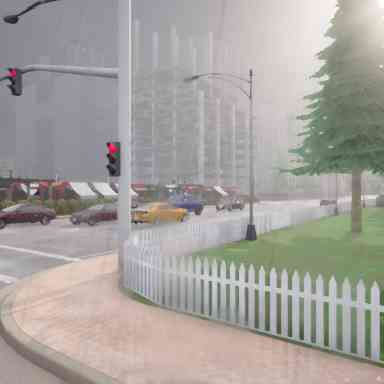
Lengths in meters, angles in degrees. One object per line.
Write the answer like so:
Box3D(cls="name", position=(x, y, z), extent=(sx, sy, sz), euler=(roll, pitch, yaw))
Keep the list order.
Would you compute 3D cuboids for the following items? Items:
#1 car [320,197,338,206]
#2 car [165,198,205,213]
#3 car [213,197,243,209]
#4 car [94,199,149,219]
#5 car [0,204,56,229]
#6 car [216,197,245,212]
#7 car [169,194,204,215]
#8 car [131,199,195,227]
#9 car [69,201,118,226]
Box3D(cls="car", position=(21.054, 1.526, 51.286), extent=(1.812, 1.442, 4.674), euler=(0, 0, 34))
Box3D(cls="car", position=(-0.683, 1.492, 38.154), extent=(2.128, 1.511, 4.902), euler=(0, 0, 34))
Box3D(cls="car", position=(5.132, 1.492, 46.721), extent=(2.128, 1.511, 4.902), euler=(0, 0, 34))
Box3D(cls="car", position=(-6.227, 1.478, 29.942), extent=(1.882, 1.535, 5.008), euler=(0, 0, 34))
Box3D(cls="car", position=(-11.448, 1.526, 22.197), extent=(1.812, 1.442, 4.674), euler=(0, 0, 36))
Box3D(cls="car", position=(4.616, 1.492, 39.743), extent=(2.128, 1.511, 4.902), euler=(0, 0, 34))
Box3D(cls="car", position=(-1.021, 1.221, 31.405), extent=(2.150, 2.045, 5.566), euler=(0, 0, 34))
Box3D(cls="car", position=(-2.142, 1.477, 23.091), extent=(1.882, 1.535, 5.008), euler=(0, 0, 34))
Box3D(cls="car", position=(-6.332, 1.526, 23.486), extent=(1.812, 1.442, 4.674), euler=(0, 0, 34))
